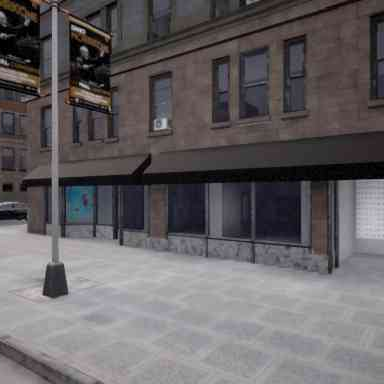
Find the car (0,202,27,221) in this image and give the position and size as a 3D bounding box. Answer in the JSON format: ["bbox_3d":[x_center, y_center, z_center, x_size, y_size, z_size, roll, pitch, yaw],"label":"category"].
[{"bbox_3d":[-14.125,1.545,25.231,1.837,1.490,4.892,0,0,37],"label":"car"}]
